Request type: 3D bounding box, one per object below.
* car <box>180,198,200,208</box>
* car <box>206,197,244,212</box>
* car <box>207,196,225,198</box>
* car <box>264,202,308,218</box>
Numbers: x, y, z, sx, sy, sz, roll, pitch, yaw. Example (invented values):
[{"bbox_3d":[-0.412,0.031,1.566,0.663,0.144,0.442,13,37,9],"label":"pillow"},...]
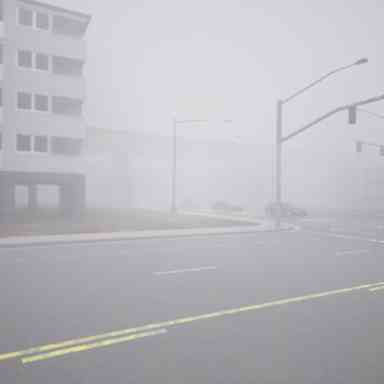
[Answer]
[{"bbox_3d":[-0.363,1.700,51.713,2.128,1.511,4.902,1,0,-22],"label":"car"},{"bbox_3d":[4.306,1.771,42.383,2.033,1.411,5.357,1,0,-29],"label":"car"},{"bbox_3d":[5.306,1.910,75.002,2.033,1.411,5.357,0,0,37],"label":"car"},{"bbox_3d":[9.332,1.748,33.346,1.837,1.490,4.892,1,0,-29],"label":"car"}]
